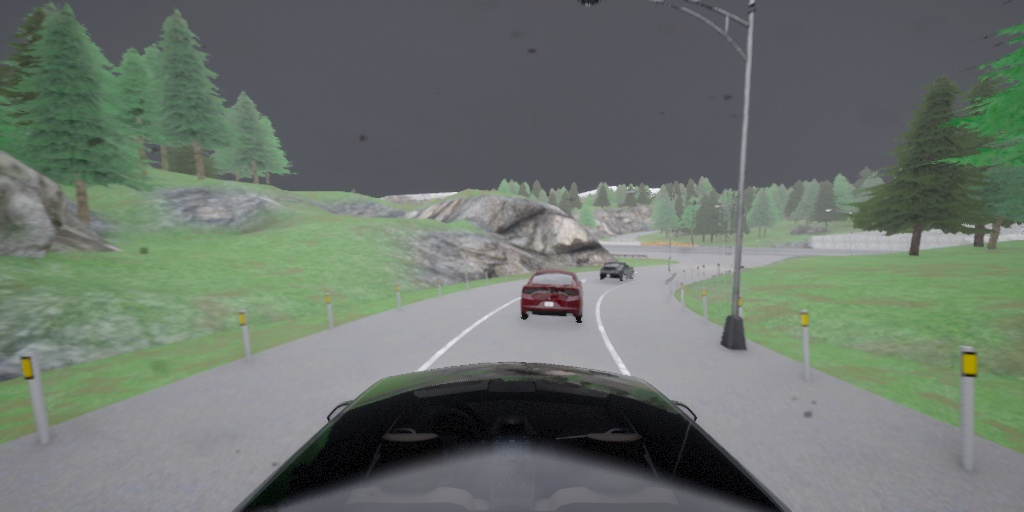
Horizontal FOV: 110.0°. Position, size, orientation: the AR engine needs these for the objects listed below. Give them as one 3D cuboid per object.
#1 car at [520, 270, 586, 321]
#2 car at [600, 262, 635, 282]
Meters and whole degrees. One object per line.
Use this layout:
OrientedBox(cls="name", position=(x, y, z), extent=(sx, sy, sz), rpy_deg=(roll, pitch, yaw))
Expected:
OrientedBox(cls="car", position=(1.530, 1.213, 12.588), extent=(1.882, 1.535, 5.008), rpy_deg=(1, 0, 11))
OrientedBox(cls="car", position=(8.874, 1.260, 30.020), extent=(1.837, 1.490, 4.892), rpy_deg=(3, 2, 33))
